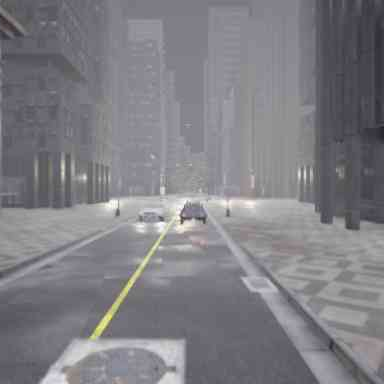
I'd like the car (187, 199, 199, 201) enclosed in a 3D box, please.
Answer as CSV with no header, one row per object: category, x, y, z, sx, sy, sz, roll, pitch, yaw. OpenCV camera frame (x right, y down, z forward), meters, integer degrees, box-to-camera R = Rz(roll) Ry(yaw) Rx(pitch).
car,0.089,1.542,40.728,1.895,1.301,4.718,0,0,0

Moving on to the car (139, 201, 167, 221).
car,-3.060,1.489,26.630,1.812,1.442,4.674,0,0,0

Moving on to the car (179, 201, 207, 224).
car,0.094,1.568,24.489,1.895,1.301,4.718,0,0,0
